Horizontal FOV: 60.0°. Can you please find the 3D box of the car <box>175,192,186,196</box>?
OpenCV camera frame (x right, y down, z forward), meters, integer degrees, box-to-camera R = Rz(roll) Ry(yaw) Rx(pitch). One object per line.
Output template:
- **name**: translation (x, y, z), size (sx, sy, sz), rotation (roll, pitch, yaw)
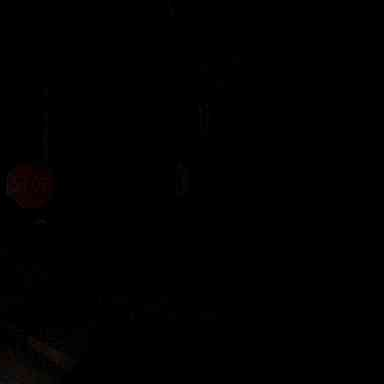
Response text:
- **car**: translation (-3.435, 0.704, 85.901), size (4.193, 1.474, 1.816), rotation (1, 1, 37)
